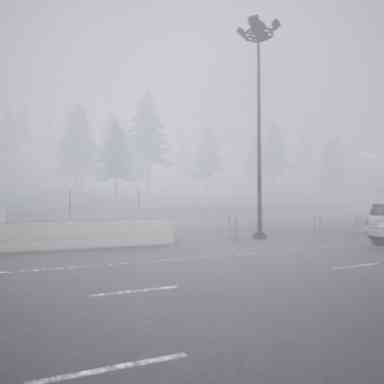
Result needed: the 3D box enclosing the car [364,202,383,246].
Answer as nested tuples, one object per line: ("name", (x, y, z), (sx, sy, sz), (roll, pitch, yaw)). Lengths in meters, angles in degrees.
("car", (10.360, 1.436, 15.099), (5.566, 2.045, 2.150), (0, -1, -26))
